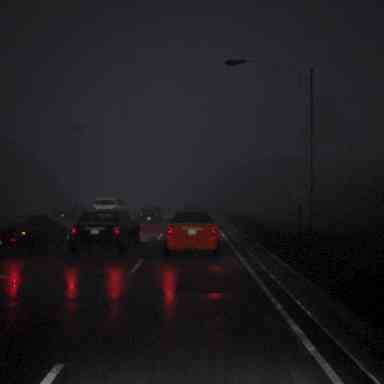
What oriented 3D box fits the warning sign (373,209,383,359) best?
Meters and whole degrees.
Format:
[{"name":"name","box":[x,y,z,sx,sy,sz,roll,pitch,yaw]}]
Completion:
[{"name":"warning sign","box":[3.051,1.153,3.876,1.300,1.860,1.060,0,-1,0]}]

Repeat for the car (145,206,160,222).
[{"name":"car","box":[-3.515,1.874,29.078,1.895,1.301,4.718,0,0,-1]}]

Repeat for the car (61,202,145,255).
[{"name":"car","box":[-3.494,1.483,14.085,2.097,1.767,4.553,0,-1,0]}]

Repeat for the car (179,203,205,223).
[{"name":"car","box":[-0.019,1.767,29.313,2.128,1.511,4.902,0,0,-1]}]

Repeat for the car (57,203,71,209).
[{"name":"car","box":[-10.520,1.753,29.345,1.882,1.535,5.008,0,0,-1]}]

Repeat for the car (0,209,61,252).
[{"name":"car","box":[-6.991,1.661,14.375,1.812,1.442,4.674,0,0,0]}]

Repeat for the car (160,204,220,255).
[{"name":"car","box":[0.006,1.483,14.085,2.097,1.767,4.553,0,-1,0]}]

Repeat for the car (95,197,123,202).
[{"name":"car","box":[-7.012,1.488,28.927,2.150,2.045,5.566,0,0,-1]}]
